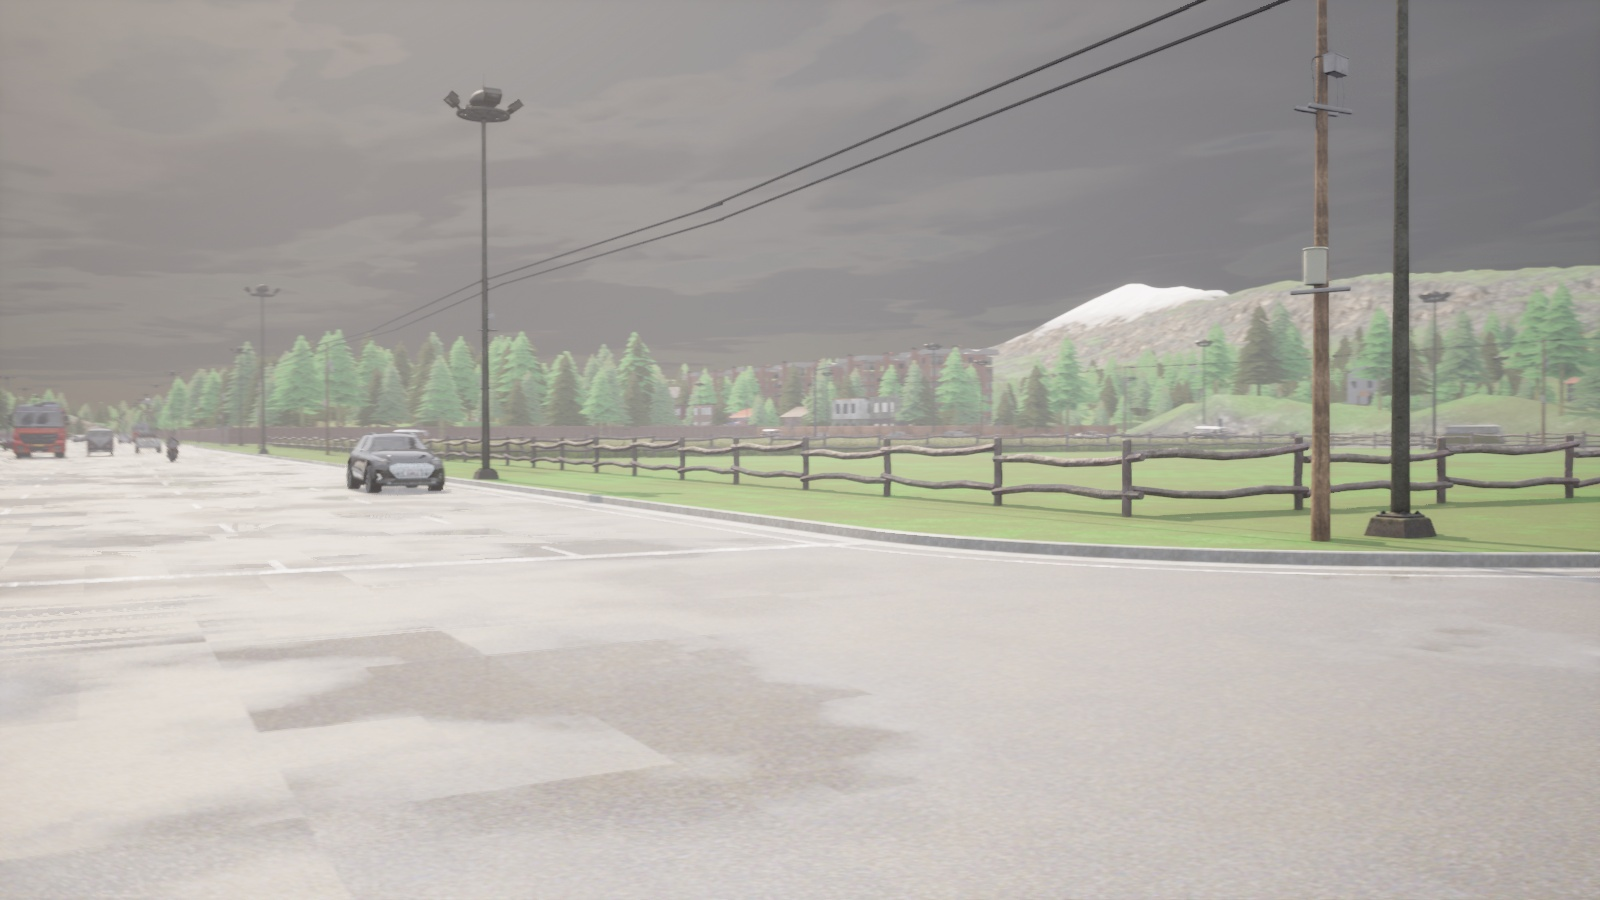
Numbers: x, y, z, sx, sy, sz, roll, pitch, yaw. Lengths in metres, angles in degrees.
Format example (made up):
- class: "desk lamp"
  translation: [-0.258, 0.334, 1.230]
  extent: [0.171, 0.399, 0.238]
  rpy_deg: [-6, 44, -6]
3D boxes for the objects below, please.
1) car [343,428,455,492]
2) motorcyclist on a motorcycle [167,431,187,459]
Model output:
- class: "car"
  translation: [-11.131, 0.218, 34.649]
  extent: [2.033, 1.649, 4.856]
  rpy_deg: [0, 1, -29]
- class: "motorcyclist on a motorcycle"
  translation: [-34.818, -0.283, 70.188]
  extent: [0.866, 1.530, 2.191]
  rpy_deg: [0, 1, -29]
